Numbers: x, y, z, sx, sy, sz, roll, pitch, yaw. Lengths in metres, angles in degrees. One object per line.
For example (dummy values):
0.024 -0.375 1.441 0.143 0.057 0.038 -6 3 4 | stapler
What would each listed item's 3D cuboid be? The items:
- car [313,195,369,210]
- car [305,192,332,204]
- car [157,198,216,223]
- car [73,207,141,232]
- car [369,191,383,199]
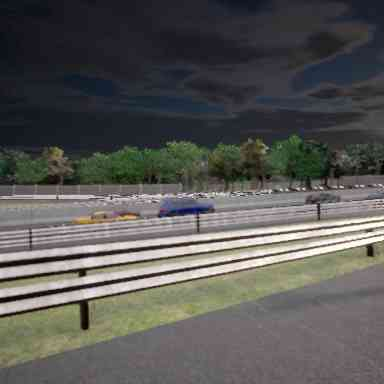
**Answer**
15.008 1.191 33.521 4.718 1.301 1.895 -3 2 -21 | car
16.460 0.811 41.560 4.892 1.490 1.837 -3 2 -21 | car
-0.520 1.564 31.366 5.566 2.045 2.150 -3 2 -21 | car
-6.425 2.211 25.381 5.008 1.535 1.882 -3 2 -21 | car
23.257 0.590 40.397 4.181 1.385 1.994 -3 2 -21 | car
